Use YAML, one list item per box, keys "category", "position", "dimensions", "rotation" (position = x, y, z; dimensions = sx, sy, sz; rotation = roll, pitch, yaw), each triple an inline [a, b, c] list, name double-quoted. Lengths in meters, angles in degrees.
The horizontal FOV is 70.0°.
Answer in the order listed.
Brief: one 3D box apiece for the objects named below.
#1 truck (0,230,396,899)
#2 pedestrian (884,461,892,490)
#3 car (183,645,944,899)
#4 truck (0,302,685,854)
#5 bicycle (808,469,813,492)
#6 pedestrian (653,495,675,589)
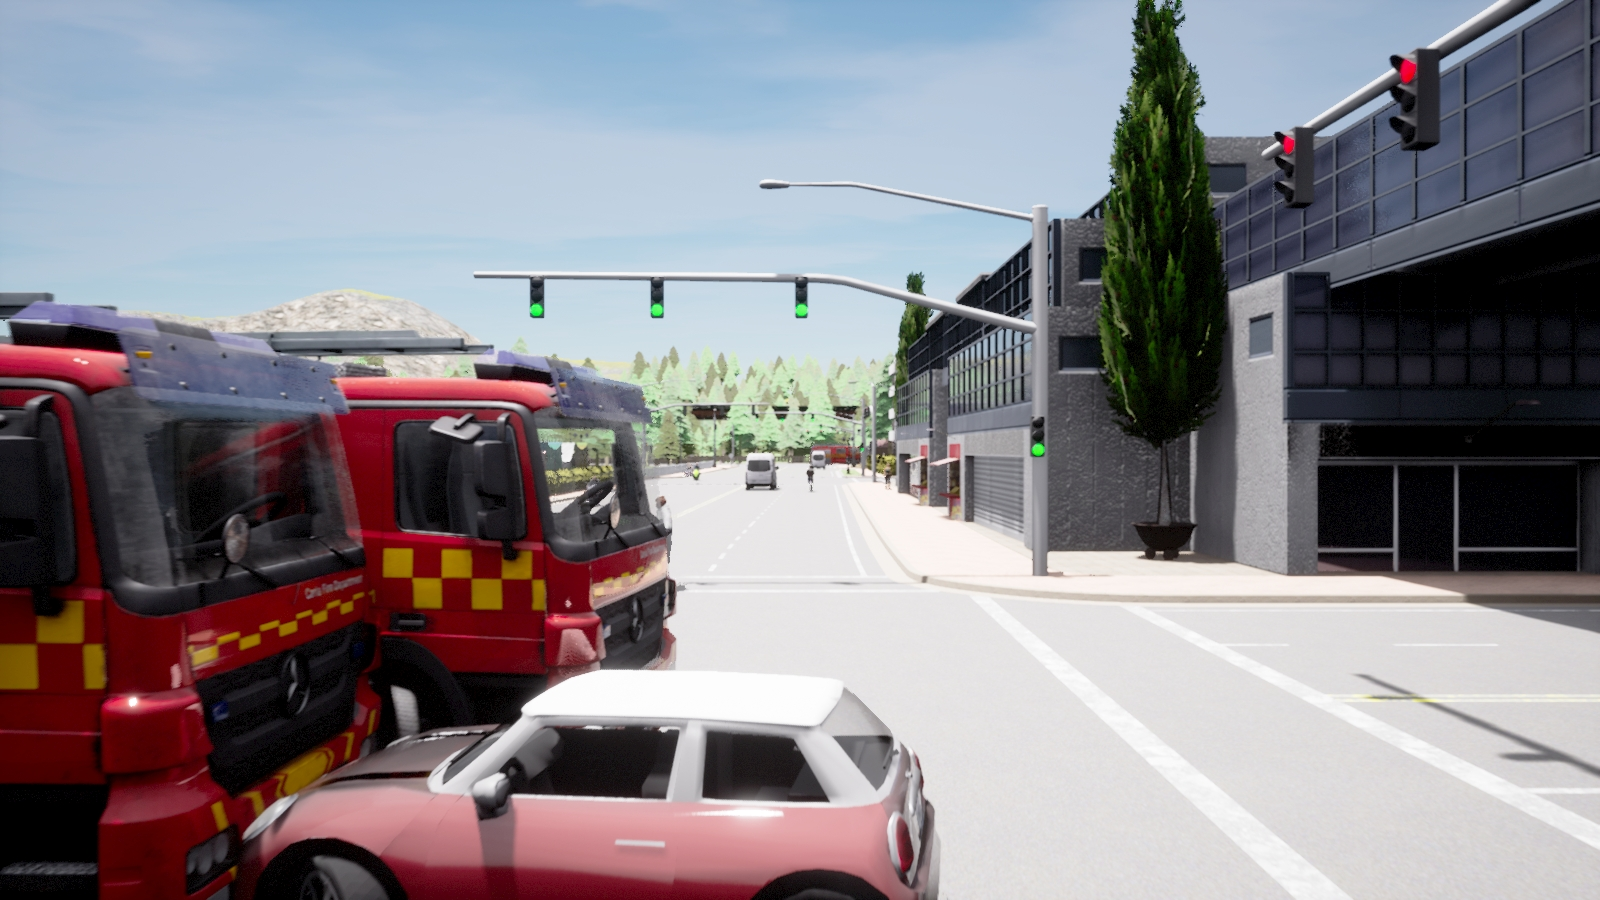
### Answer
- category: "truck"
  position: [-7.150, 0.888, 6.811]
  dimensions: [8.468, 3.827, 2.891]
  rotation: [0, 0, 1]
- category: "pedestrian"
  position: [5.762, 1.674, 74.904]
  dimensions: [0.375, 1.860, 0.375]
  rotation: [0, 0, -14]
- category: "car"
  position: [-1.119, 2.062, 6.519]
  dimensions: [3.806, 1.475, 1.970]
  rotation: [0, 0, 8]
- category: "truck"
  position: [-5.469, 0.887, 9.880]
  dimensions: [8.468, 3.827, 2.891]
  rotation: [0, 0, 7]
- category: "bicycle"
  position: [0.679, 2.037, 76.585]
  dimensions: [0.329, 1.471, 1.835]
  rotation: [0, 0, 1]
- category: "pedestrian"
  position: [-2.737, 1.841, 22.942]
  dimensions: [0.375, 1.860, 0.375]
  rotation: [0, 0, -18]
